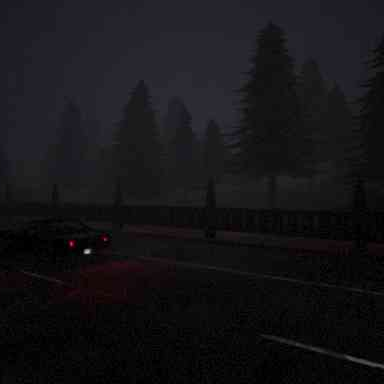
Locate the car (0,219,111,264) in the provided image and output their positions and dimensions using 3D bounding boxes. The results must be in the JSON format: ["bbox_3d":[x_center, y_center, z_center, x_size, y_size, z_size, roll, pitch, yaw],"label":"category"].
[{"bbox_3d":[-5.162,1.624,11.971,4.718,1.301,1.895,0,0,35],"label":"car"}]
